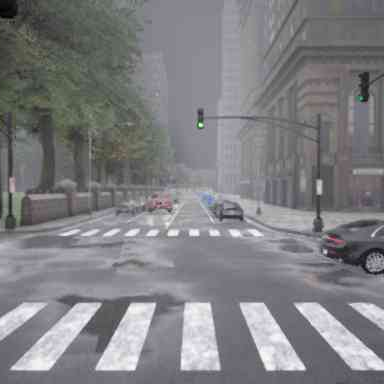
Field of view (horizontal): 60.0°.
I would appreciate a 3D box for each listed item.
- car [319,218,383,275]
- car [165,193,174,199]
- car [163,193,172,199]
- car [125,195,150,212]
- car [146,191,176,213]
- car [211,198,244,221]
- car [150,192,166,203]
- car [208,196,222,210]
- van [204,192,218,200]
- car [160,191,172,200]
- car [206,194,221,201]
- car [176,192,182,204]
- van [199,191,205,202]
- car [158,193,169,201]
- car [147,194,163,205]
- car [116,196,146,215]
[{"bbox_3d":[6.405,1.584,9.953,4.892,1.490,1.837,1,1,0],"label":"car"},{"bbox_3d":[-5.762,0.915,84.509,1.887,1.381,4.507,0,0,0],"label":"car"},{"bbox_3d":[-5.762,0.981,79.089,1.947,1.339,4.313,0,0,0],"label":"car"},{"bbox_3d":[-5.765,1.190,35.726,1.967,1.590,4.097,0,0,0],"label":"car"},{"bbox_3d":[-3.083,0.987,33.537,2.150,2.045,5.566,0,0,0],"label":"car"},{"bbox_3d":[2.761,1.393,24.867,1.947,1.339,4.313,0,0,0],"label":"car"},{"bbox_3d":[-5.764,0.902,57.407,2.192,1.841,5.009,0,0,0],"label":"car"},{"bbox_3d":[2.761,1.355,30.287,1.947,1.339,4.313,0,0,0],"label":"car"},{"bbox_3d":[2.761,1.051,41.126,1.690,1.788,3.998,0,0,0],"label":"van"},{"bbox_3d":[-5.763,0.774,73.667,2.192,1.841,5.009,0,0,0],"label":"car"},{"bbox_3d":[2.761,1.274,35.877,1.752,1.417,4.829,0,0,0],"label":"car"},{"bbox_3d":[-3.034,1.131,52.555,1.837,1.490,4.892,0,0,1],"label":"car"},{"bbox_3d":[2.762,0.886,62.807,1.690,1.788,3.998,0,0,0],"label":"van"},{"bbox_3d":[-5.763,1.028,68.078,1.752,1.417,4.829,0,0,0],"label":"car"},{"bbox_3d":[-5.764,1.069,51.987,1.967,1.590,4.097,0,0,0],"label":"car"},{"bbox_3d":[-5.765,1.339,30.307,2.008,1.369,4.403,0,0,0],"label":"car"}]
